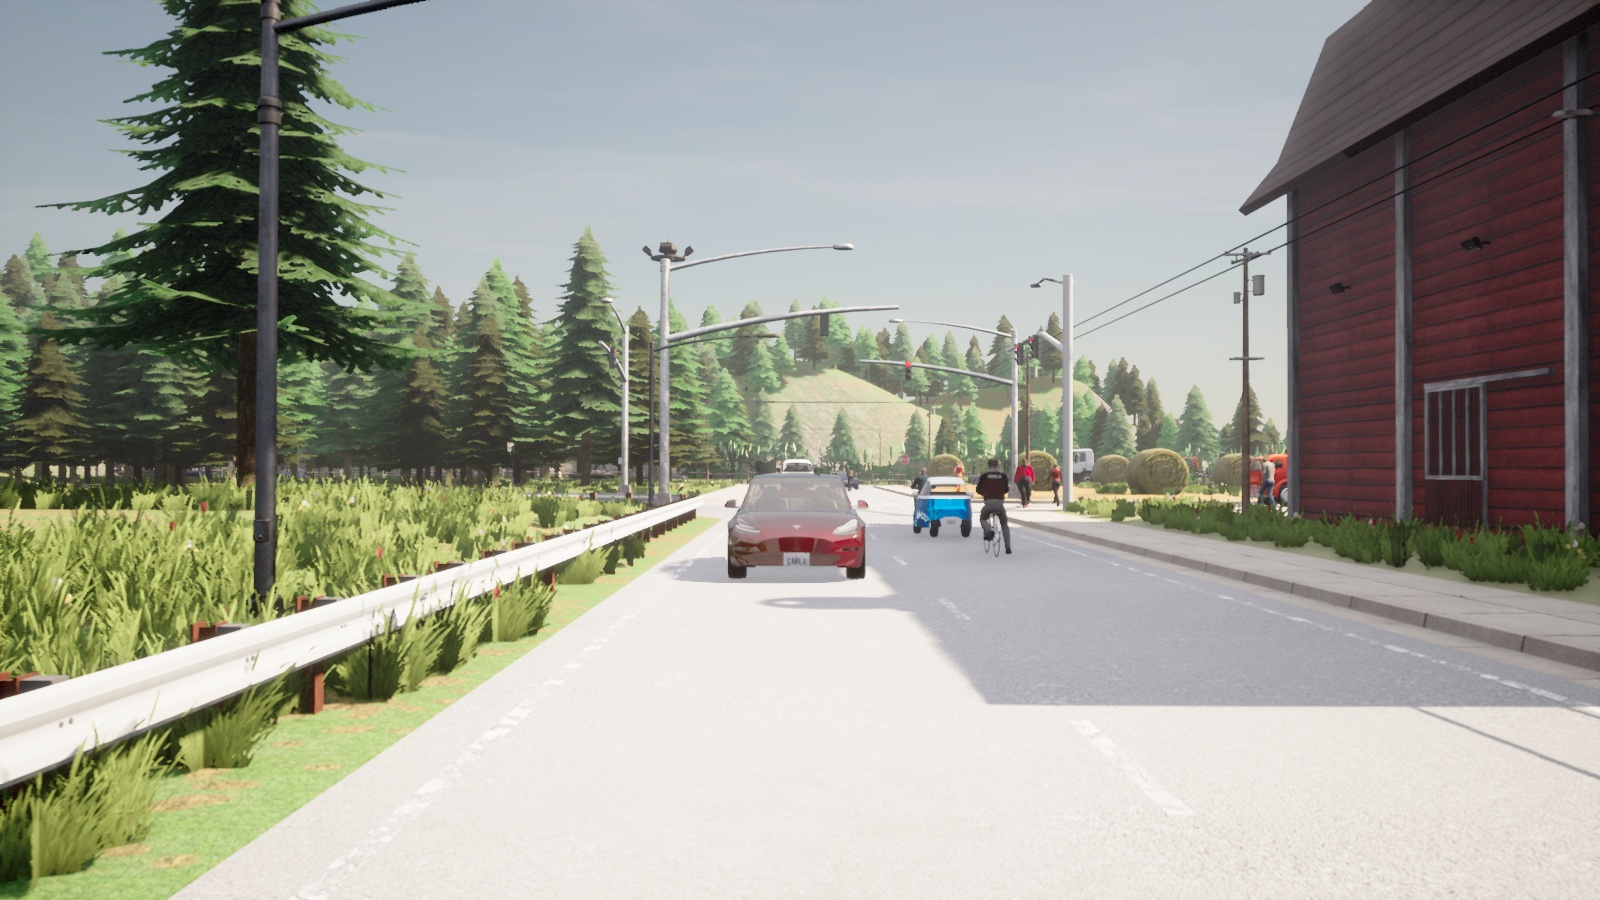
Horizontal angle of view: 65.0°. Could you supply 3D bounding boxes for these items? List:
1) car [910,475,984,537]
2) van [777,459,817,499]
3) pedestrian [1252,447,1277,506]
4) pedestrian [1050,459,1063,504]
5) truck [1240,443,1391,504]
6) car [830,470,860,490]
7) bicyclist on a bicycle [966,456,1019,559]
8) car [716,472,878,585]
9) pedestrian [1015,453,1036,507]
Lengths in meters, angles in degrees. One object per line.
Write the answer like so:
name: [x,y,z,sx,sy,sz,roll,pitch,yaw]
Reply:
car: [3.436,1.283,29.614,1.481,1.376,2.207,0,-1,0]
van: [-0.145,1.505,66.683,2.069,2.038,4.480,0,-1,0]
pedestrian: [14.542,0.836,39.308,0.354,1.836,0.706,0,-1,-17]
pedestrian: [10.521,1.294,51.558,0.331,1.846,0.636,0,-1,-5]
truck: [21.536,0.974,52.653,5.204,2.467,2.627,0,-1,-1]
car: [3.301,2.209,92.577,1.994,1.385,4.181,0,-1,0]
bicyclist on a bicycle: [3.451,0.997,22.633,0.659,1.776,1.843,0,-1,0]
car: [-0.042,1.091,19.224,2.163,1.488,4.792,0,-1,0]
pedestrian: [7.911,1.050,44.100,0.634,1.844,0.899,0,-1,4]
